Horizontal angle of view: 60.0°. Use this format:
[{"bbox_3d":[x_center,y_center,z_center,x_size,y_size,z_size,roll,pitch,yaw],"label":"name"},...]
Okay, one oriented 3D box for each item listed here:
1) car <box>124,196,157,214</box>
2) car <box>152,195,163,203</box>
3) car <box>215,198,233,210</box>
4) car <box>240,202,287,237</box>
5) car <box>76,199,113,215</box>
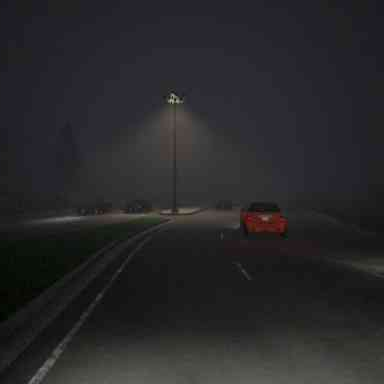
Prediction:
[{"bbox_3d":[-5.512,1.435,34.668,1.837,1.490,4.892,0,0,11],"label":"car"},{"bbox_3d":[-7.064,1.352,63.825,1.882,1.535,5.008,0,0,11],"label":"car"},{"bbox_3d":[3.998,1.444,40.841,1.812,1.442,4.674,0,0,9],"label":"car"},{"bbox_3d":[3.763,1.316,18.139,2.097,1.767,4.553,0,0,6],"label":"car"},{"bbox_3d":[-9.462,1.425,32.677,2.128,1.511,4.902,0,0,11],"label":"car"}]
